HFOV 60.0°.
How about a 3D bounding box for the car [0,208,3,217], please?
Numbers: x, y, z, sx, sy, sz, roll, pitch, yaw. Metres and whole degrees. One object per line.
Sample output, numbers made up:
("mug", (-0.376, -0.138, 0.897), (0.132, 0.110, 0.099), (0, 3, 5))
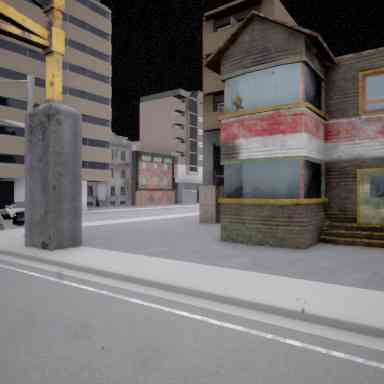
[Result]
("car", (-13.242, 1.295, 25.697), (4.536, 1.218, 1.853), (0, 0, -30))

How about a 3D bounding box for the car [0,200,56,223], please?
("car", (-13.287, 1.453, 25.671), (4.974, 1.542, 2.038), (0, 0, -30))

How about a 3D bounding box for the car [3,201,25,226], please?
("car", (-10.085, 1.453, 22.997), (2.038, 1.542, 4.974), (0, 0, 15))

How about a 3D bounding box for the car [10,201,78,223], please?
("car", (-10.071, 1.295, 23.047), (1.853, 1.218, 4.536), (0, 0, 15))
